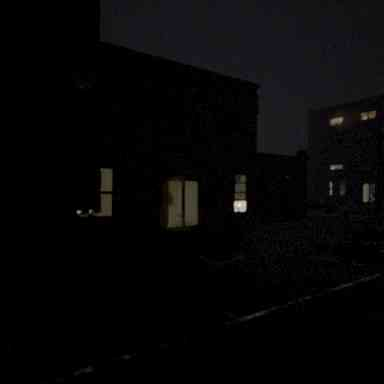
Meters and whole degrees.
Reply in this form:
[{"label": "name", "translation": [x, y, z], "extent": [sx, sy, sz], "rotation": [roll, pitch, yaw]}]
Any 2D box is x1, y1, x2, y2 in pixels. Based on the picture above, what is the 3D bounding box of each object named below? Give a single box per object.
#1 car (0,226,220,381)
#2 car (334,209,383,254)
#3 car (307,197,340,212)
[{"label": "car", "translation": [-1.584, 1.414, 5.409], "extent": [4.097, 1.590, 1.967], "rotation": [-1, 2, -35]}, {"label": "car", "translation": [7.220, 1.360, 11.690], "extent": [4.403, 1.369, 2.008], "rotation": [-1, 2, -35]}, {"label": "car", "translation": [11.730, 1.191, 31.637], "extent": [1.887, 1.381, 4.507], "rotation": [0, 0, -35]}]
